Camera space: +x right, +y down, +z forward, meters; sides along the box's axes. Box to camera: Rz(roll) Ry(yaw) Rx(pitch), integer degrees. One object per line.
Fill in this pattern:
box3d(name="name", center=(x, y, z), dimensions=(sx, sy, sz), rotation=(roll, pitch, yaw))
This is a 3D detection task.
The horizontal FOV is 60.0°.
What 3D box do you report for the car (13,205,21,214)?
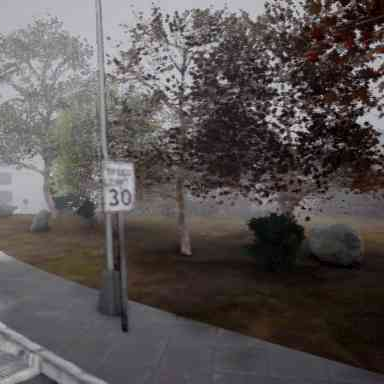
box3d(name="car", center=(-25.622, 2.830, 45.311), dimensions=(2.150, 2.045, 5.566), rotation=(-4, -5, 5))
